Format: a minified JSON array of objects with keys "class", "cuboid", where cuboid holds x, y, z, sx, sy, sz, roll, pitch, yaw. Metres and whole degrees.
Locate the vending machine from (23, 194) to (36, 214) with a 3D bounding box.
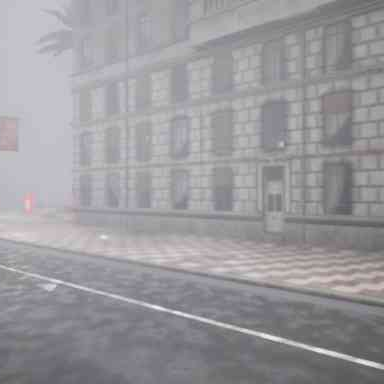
[{"class":"vending machine","cuboid":[-17.669,1.304,36.115,1.100,2.100,0.880,0,0,-11]}]
